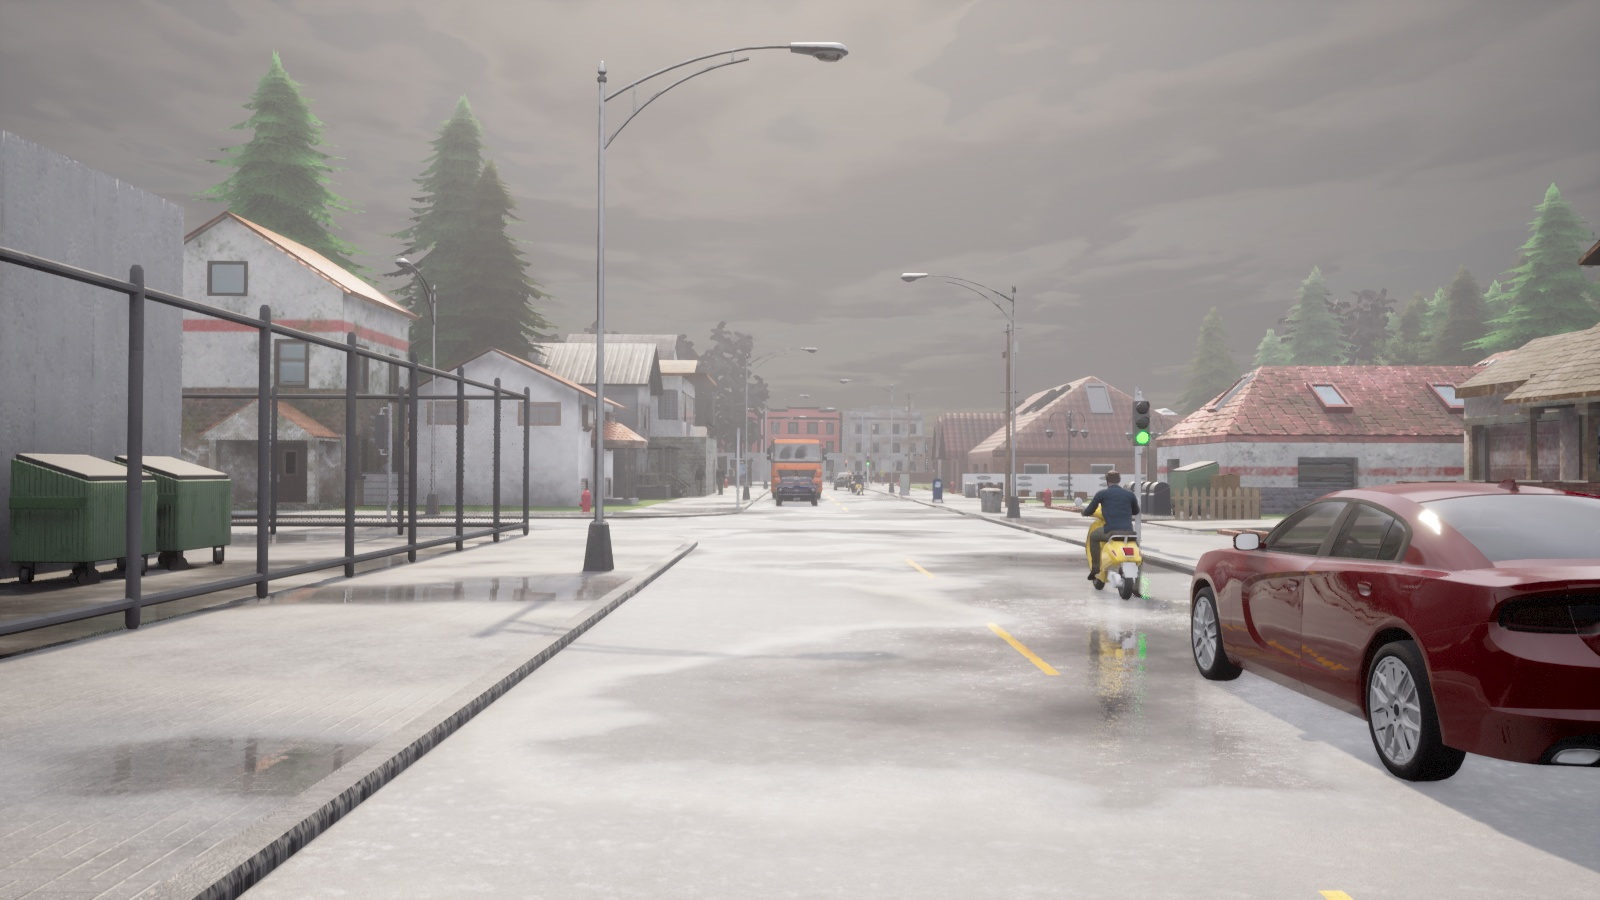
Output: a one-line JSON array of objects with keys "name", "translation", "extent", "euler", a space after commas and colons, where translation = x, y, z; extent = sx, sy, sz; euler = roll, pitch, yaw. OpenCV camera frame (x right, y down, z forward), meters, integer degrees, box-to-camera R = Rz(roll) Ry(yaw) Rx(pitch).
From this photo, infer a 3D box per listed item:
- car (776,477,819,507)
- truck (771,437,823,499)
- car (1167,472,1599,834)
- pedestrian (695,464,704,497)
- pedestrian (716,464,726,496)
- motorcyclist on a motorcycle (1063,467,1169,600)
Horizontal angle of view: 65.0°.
[{"name": "car", "translation": [-0.144, 1.881, 57.626], "extent": [1.895, 1.301, 4.718], "euler": [0, -1, 0]}, {"name": "truck", "translation": [-0.181, 1.069, 73.756], "extent": [2.891, 3.462, 7.936], "euler": [0, -1, 0]}, {"name": "car", "translation": [3.981, 0.908, 7.867], "extent": [1.882, 1.535, 5.008], "euler": [0, -1, 0]}, {"name": "pedestrian", "translation": [-5.604, 1.725, 70.296], "extent": [0.431, 1.840, 0.703], "euler": [0, -1, 0]}, {"name": "pedestrian", "translation": [-4.818, 1.825, 76.437], "extent": [0.402, 1.930, 0.666], "euler": [0, -1, 13]}, {"name": "motorcyclist on a motorcycle", "translation": [3.973, 1.020, 15.940], "extent": [0.866, 1.590, 1.817], "euler": [0, -1, 0]}]
